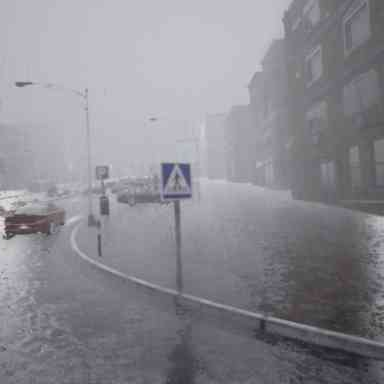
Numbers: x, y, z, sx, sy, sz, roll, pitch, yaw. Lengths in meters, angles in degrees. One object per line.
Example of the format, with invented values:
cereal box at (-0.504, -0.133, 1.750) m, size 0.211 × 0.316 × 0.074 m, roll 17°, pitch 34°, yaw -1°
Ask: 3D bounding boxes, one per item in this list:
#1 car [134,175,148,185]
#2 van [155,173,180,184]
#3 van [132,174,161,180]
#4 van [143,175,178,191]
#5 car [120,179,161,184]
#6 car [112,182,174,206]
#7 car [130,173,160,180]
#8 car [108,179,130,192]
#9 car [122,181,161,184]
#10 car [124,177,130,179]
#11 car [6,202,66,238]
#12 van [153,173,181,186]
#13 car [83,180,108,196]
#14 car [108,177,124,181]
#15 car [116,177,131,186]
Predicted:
car at (-9.664, -2.327, 63.530) m, size 2.097 × 1.767 × 4.553 m, roll -2°, pitch 4°, yaw -1°
van at (-4.790, -2.687, 64.393) m, size 4.442 × 1.987 × 1.878 m, roll -3°, pitch 5°, yaw -21°
van at (-3.978, -0.646, 37.156) m, size 4.442 × 1.987 × 1.878 m, roll -3°, pitch 4°, yaw -21°
van at (-4.392, -1.318, 46.174) m, size 4.442 × 1.987 × 1.878 m, roll -3°, pitch 5°, yaw -21°
car at (-4.186, -0.180, 34.023) m, size 5.366 × 1.575 × 1.946 m, roll -3°, pitch 5°, yaw -21°
car at (-3.890, 0.271, 28.022) m, size 4.892 × 1.521 × 2.231 m, roll -3°, pitch 4°, yaw -21°
car at (-4.177, -0.892, 40.130) m, size 5.566 × 2.045 × 2.435 m, roll -3°, pitch 5°, yaw -21°
car at (-9.106, -0.578, 43.031) m, size 1.994 × 1.385 × 4.181 m, roll -2°, pitch 4°, yaw -1°
car at (-3.944, 0.082, 31.058) m, size 4.674 × 1.452 × 2.002 m, roll -3°, pitch 5°, yaw -21°
car at (-9.445, -1.573, 53.496) m, size 2.097 × 1.767 × 4.553 m, roll -2°, pitch 4°, yaw -1°
car at (-7.901, 1.264, 17.200) m, size 1.882 × 1.535 × 5.008 m, roll -3°, pitch 4°, yaw -10°
van at (-4.444, -2.244, 58.412) m, size 4.442 × 1.987 × 1.878 m, roll -3°, pitch 4°, yaw -21°
car at (-12.334, -0.393, 41.835) m, size 1.812 × 1.442 × 4.674 m, roll -2°, pitch 4°, yaw -1°
car at (-12.669, -1.249, 52.643) m, size 1.882 × 1.535 × 5.008 m, roll -2°, pitch 4°, yaw -1°
car at (-12.896, -2.006, 63.095) m, size 1.837 × 1.490 × 4.892 m, roll -2°, pitch 4°, yaw -1°
